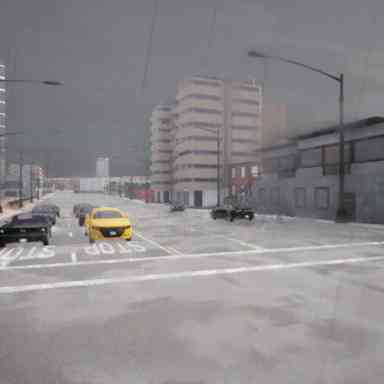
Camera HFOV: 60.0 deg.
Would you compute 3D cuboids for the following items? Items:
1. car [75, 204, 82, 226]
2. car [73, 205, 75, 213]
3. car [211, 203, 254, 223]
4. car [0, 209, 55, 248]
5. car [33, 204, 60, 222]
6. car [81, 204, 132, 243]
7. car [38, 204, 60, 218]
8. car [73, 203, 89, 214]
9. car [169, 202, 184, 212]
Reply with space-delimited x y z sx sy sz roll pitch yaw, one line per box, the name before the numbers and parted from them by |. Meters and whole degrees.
car | -7.500 1.751 25.076 1.994 1.385 4.181 0 -1 -21
car | -11.274 1.951 35.013 2.033 1.411 5.357 0 -1 -21
car | 3.166 1.658 26.969 2.128 1.511 4.902 0 -1 -22
car | -7.549 1.657 15.391 1.895 1.301 4.718 0 -1 -21
car | -11.484 1.769 25.722 2.033 1.411 5.357 0 -1 -21
car | -4.302 1.539 16.695 1.882 1.535 5.008 0 -1 -21
car | -15.536 2.022 36.380 1.994 1.385 4.181 0 -1 -21
car | -15.229 2.230 45.512 1.895 1.301 4.718 0 -1 -20
car | -2.115 2.140 47.019 2.033 1.411 5.357 0 -1 -4
